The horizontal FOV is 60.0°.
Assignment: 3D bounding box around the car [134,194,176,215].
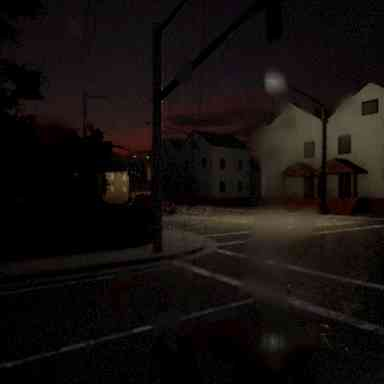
[{"bbox_3d":[-3.791,1.210,32.742,2.150,2.045,5.566,0,0,-35],"label":"car"}]
